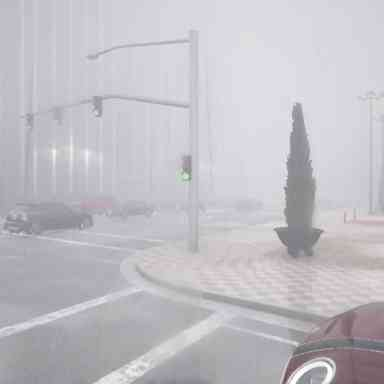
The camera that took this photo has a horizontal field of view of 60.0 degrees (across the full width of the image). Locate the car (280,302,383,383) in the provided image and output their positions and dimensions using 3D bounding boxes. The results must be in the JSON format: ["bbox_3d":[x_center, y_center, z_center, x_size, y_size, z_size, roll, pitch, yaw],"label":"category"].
[{"bbox_3d":[2.830,1.352,1.952,4.553,1.767,2.097,0,0,36],"label":"car"}]

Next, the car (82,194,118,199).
[{"bbox_3d":[-8.898,1.221,29.884,2.150,2.045,5.566,0,0,35],"label":"car"}]

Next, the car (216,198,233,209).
[{"bbox_3d":[5.721,1.491,44.722,2.128,1.511,4.902,0,0,35],"label":"car"}]

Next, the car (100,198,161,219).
[{"bbox_3d":[-5.303,1.491,28.933,2.128,1.511,4.902,0,0,35],"label":"car"}]

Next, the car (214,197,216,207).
[{"bbox_3d":[2.638,1.478,46.422,1.882,1.535,5.008,0,0,35],"label":"car"}]

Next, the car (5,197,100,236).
[{"bbox_3d":[-7.860,1.352,18.786,2.097,1.767,4.553,0,0,35],"label":"car"}]

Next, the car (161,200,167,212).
[{"bbox_3d":[-3.193,1.564,38.070,1.994,1.385,4.181,0,0,35],"label":"car"}]

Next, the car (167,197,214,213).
[{"bbox_3d":[-0.092,1.491,36.405,2.128,1.511,4.902,0,0,35],"label":"car"}]

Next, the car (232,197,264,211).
[{"bbox_3d":[7.139,1.505,40.312,1.837,1.490,4.892,0,0,35],"label":"car"}]

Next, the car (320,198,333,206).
[{"bbox_3d":[22.627,1.601,56.418,1.895,1.301,4.718,0,0,34],"label":"car"}]
